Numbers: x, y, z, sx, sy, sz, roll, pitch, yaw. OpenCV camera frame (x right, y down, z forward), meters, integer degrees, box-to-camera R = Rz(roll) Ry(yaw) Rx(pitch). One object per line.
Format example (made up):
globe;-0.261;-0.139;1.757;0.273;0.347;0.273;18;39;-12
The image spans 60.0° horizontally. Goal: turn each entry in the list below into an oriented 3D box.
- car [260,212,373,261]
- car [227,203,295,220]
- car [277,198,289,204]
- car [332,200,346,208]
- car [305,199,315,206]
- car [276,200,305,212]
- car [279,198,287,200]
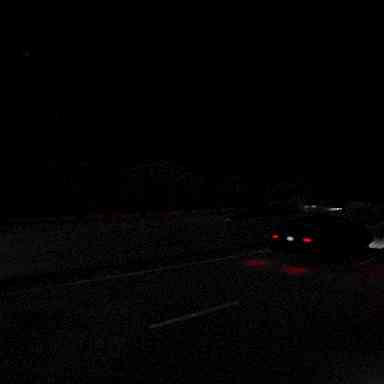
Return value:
car;5.105;1.629;12.796;5.357;1.411;2.033;1;0;-43
car;4.557;1.689;22.380;2.033;1.411;5.357;0;-1;44
car;22.773;2.315;83.374;1.994;1.385;4.181;0;-1;4
car;25.048;2.056;56.898;1.994;1.385;4.181;0;-1;19
car;25.000;2.157;70.952;1.812;1.442;4.674;0;-1;9
car;9.752;1.820;34.364;1.994;1.385;4.181;0;-1;35
car;12.142;1.883;44.780;1.812;1.442;4.674;0;-1;28
